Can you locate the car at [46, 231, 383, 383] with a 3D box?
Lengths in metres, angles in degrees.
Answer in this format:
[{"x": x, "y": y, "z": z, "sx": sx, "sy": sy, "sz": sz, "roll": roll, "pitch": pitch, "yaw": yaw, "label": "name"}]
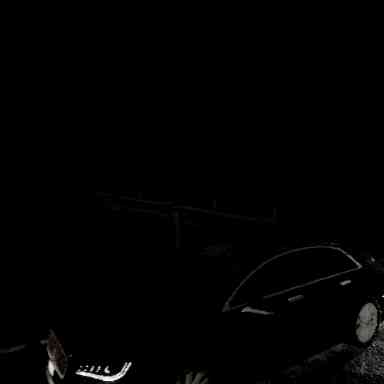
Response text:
[{"x": 0.712, "y": 1.360, "z": 4.443, "sx": 4.892, "sy": 1.490, "sz": 1.837, "roll": -1, "pitch": 2, "yaw": -34, "label": "car"}]
